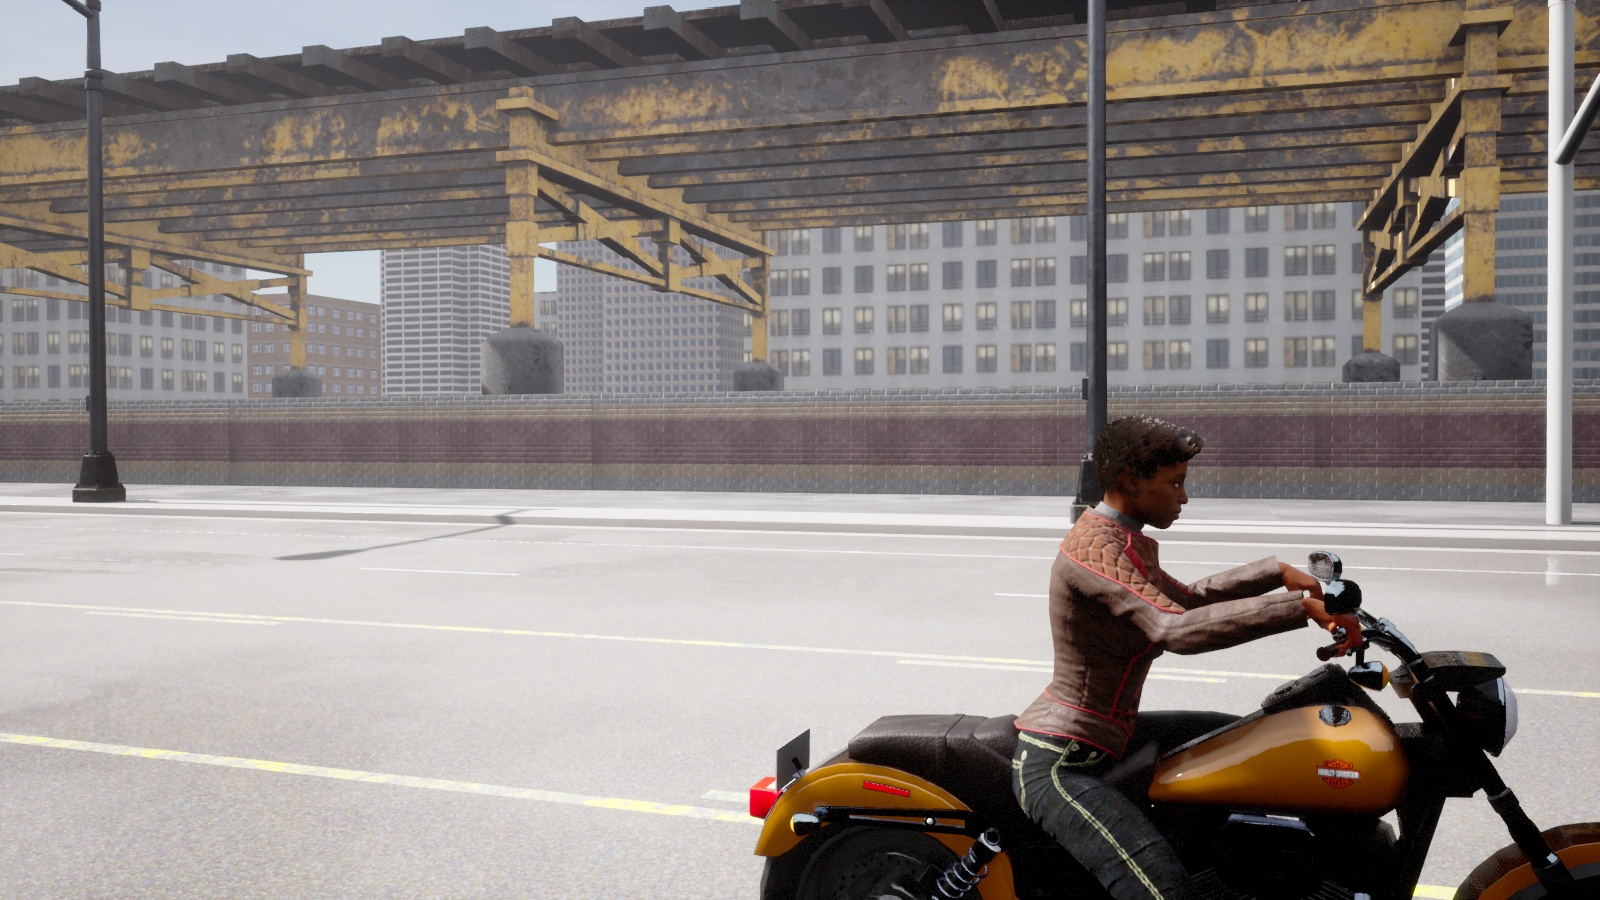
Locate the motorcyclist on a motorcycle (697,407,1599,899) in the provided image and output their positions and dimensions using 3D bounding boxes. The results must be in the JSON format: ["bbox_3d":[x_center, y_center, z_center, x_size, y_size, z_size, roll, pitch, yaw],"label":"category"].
[{"bbox_3d":[0.997,0.734,2.890,2.350,1.649,0.766,1,1,20],"label":"motorcyclist on a motorcycle"}]
